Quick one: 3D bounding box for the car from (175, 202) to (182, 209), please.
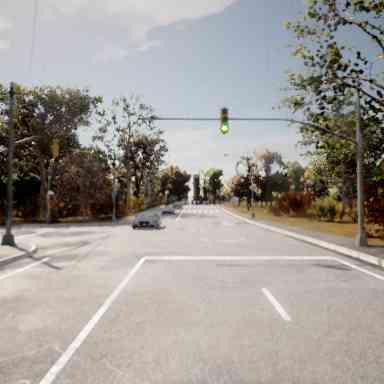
[{"bbox_3d":[-3.312,2.995,76.544,1.837,1.490,4.892,0,0,1],"label":"car"}]

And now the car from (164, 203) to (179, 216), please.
[{"bbox_3d":[-3.582,2.898,51.976,2.033,1.411,5.357,0,0,0],"label":"car"}]

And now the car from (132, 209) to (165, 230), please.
[{"bbox_3d":[-3.544,2.293,26.651,1.994,1.385,4.181,0,-2,0],"label":"car"}]
